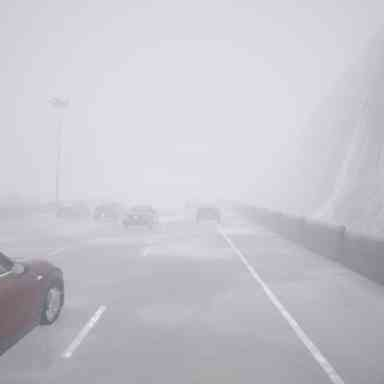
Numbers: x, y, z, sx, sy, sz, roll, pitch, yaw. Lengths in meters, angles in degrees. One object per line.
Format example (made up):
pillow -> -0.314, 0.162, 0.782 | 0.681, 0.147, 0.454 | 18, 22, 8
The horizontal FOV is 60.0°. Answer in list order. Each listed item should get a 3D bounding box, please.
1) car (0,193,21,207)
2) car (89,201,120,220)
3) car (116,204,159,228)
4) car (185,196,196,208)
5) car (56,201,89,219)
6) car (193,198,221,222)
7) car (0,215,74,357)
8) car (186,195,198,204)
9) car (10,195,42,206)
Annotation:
car -> -24.581, 1.156, 44.026 | 2.150, 2.045, 5.566 | 0, 0, 0
car -> -6.902, 1.539, 28.230 | 1.837, 1.490, 4.892 | 0, 0, 0
car -> -3.401, 1.598, 22.557 | 2.033, 1.411, 5.357 | 0, 0, 0
car -> 0.015, 1.483, 45.727 | 1.994, 1.385, 4.181 | 0, 0, 1
car -> -10.401, 1.555, 29.330 | 1.812, 1.442, 4.674 | 0, 0, 0
car -> 1.224, 1.517, 26.784 | 1.882, 1.535, 5.008 | 0, 0, 0
car -> -3.400, 1.376, 4.294 | 2.097, 1.767, 4.553 | 0, 0, 0
car -> -0.002, 1.365, 58.438 | 2.033, 1.411, 5.357 | 0, 0, 0
car -> -21.086, 1.465, 43.122 | 1.812, 1.442, 4.674 | 0, 0, 0
